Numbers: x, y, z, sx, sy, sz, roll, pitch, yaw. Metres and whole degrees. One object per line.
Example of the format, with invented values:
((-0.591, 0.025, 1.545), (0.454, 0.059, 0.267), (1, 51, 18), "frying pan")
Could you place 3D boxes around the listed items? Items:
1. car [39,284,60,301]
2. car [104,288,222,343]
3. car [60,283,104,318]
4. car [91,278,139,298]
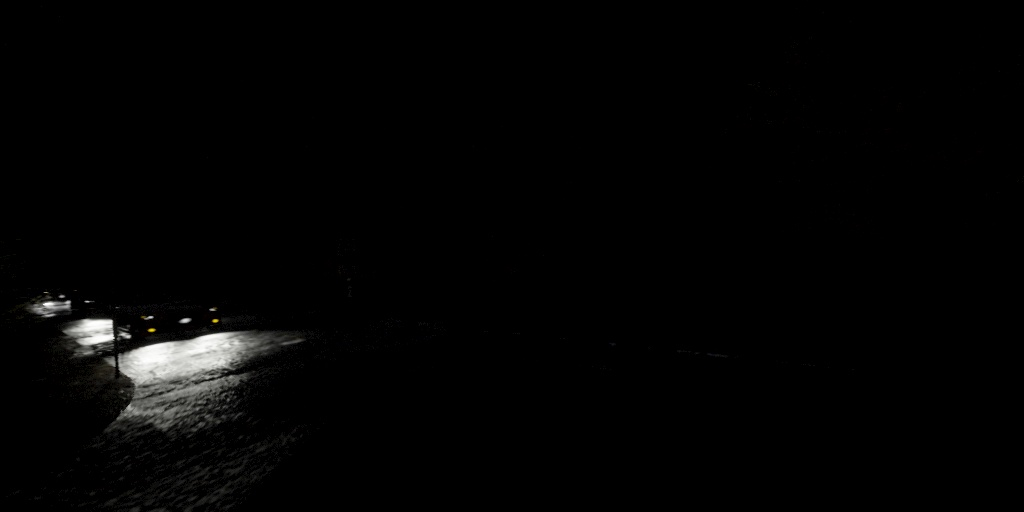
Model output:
((-37.119, 2.918, 29.367), (4.718, 1.301, 1.895), (-2, 1, 35), "car")
((-11.315, 1.799, 11.709), (4.181, 1.385, 1.994), (-2, 1, 34), "car")
((-20.471, 2.107, 17.954), (4.902, 1.511, 2.128), (-2, 1, 34), "car")
((-34.040, 2.707, 30.688), (5.357, 1.411, 2.033), (-2, 1, 35), "car")
